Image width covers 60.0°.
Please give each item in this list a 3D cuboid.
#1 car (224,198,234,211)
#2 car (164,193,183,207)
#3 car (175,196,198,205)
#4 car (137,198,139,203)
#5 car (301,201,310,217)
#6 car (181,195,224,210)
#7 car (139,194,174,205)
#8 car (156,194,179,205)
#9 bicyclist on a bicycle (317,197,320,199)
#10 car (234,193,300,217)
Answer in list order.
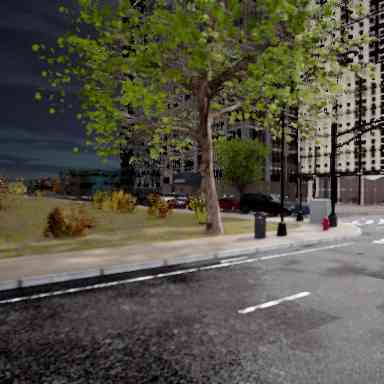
[{"bbox_3d":[4.547,1.462,39.315,1.812,1.442,4.674,1,0,-34],"label":"car"},{"bbox_3d":[-2.445,1.141,49.789,2.150,2.045,5.566,1,-1,-34],"label":"car"},{"bbox_3d":[-1.072,1.528,59.579,1.812,1.442,4.674,1,0,-34],"label":"car"},{"bbox_3d":[-9.335,1.431,66.086,2.128,1.511,4.902,1,0,-34],"label":"car"},{"bbox_3d":[9.850,1.498,31.447,2.033,1.411,5.357,1,0,-31],"label":"car"},{"bbox_3d":[1.124,1.365,38.587,1.882,1.535,5.008,1,0,-34],"label":"car"},{"bbox_3d":[-5.155,1.418,47.989,2.033,1.411,5.357,1,0,-34],"label":"car"},{"bbox_3d":[-4.430,1.306,58.847,2.097,1.767,4.553,1,0,-33],"label":"car"},{"bbox_3d":[15.925,1.401,41.836,1.656,1.620,0.582,1,0,-34],"label":"bicyclist on a bicycle"},{"bbox_3d":[6.688,1.124,30.274,2.150,2.045,5.566,1,-1,-34],"label":"car"}]
